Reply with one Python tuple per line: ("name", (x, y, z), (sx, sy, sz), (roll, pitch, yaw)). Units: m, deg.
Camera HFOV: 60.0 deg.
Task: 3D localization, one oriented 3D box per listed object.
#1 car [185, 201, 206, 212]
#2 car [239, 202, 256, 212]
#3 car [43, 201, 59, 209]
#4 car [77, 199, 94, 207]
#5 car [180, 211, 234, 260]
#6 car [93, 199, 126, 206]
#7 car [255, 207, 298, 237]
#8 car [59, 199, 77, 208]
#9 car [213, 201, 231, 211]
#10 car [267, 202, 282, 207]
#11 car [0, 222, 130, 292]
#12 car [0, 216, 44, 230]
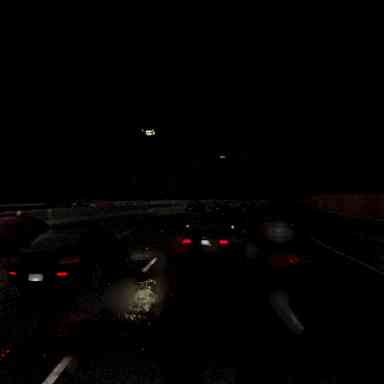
("car", (0.466, 2.020, 46.627), (1.812, 1.442, 4.674), (0, -1, 18))
("car", (7.866, 2.065, 46.842), (1.812, 1.442, 4.674), (0, -1, 19))
("car", (-20.470, 1.979, 50.485), (1.994, 1.385, 4.181), (0, -1, 17))
("car", (-13.929, 1.779, 47.923), (2.097, 1.767, 4.553), (0, -1, 17))
("car", (0.685, 1.692, 13.205), (2.033, 1.411, 5.357), (0, -1, 6))
("car", (-10.897, 1.970, 45.970), (2.033, 1.411, 5.357), (0, -1, 17))
("car", (5.023, 1.841, 19.973), (1.895, 1.301, 4.718), (0, -1, 8))
("car", (-17.060, 1.779, 49.657), (2.097, 1.767, 4.553), (0, -1, 17))
("car", (4.171, 2.043, 46.773), (1.812, 1.442, 4.674), (0, -1, 18))
("car", (11.572, 2.087, 46.928), (1.812, 1.442, 4.674), (0, -1, 19))
("car", (-3.063, 1.605, 9.126), (1.812, 1.442, 4.674), (0, 0, 3))
("car", (-6.351, 1.620, 12.275), (1.812, 1.442, 4.674), (0, 0, 5))
